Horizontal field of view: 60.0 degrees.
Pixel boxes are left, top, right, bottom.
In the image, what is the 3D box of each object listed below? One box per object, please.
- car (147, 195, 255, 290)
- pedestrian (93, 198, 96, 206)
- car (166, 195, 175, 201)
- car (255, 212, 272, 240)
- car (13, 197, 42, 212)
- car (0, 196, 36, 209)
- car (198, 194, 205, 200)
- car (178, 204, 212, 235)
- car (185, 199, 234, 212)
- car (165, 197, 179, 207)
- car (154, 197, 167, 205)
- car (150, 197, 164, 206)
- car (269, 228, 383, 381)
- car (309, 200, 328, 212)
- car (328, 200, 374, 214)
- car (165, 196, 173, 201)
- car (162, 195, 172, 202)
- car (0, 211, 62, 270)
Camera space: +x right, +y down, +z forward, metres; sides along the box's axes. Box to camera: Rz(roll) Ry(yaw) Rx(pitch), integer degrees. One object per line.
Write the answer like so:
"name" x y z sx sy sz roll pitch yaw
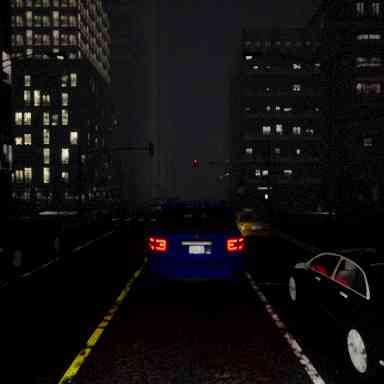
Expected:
"car" 0.094 1.218 9.201 2.150 2.045 5.566 0 0 0
"pedestrian" -12.561 1.297 43.052 0.500 1.100 0.500 0 0 1
"car" -5.727 1.524 88.457 1.887 1.381 4.507 -1 0 0
"car" 2.801 1.520 16.747 1.752 1.417 4.829 -1 0 0
"car" -17.826 1.440 34.389 4.181 1.385 1.994 0 1 1
"car" -21.673 1.272 40.202 4.829 1.417 1.752 0 0 1
"car" 2.650 1.419 94.115 1.967 1.590 4.097 -1 0 0
"car" 0.092 1.519 19.712 1.812 1.442 4.674 0 0 -2
"car" 1.922 1.533 37.336 5.357 1.411 2.033 0 0 1
"car" -3.107 1.549 52.656 1.994 1.385 4.181 0 0 0
"car" -5.719 1.550 60.184 1.947 1.339 4.313 -1 0 0
"car" -5.718 1.510 54.360 1.752 1.417 4.829 -1 0 0
"car" 2.805 1.549 5.289 2.008 1.369 4.403 -1 0 0
"car" 16.302 1.620 39.714 4.403 1.369 2.008 0 0 1
"car" 17.993 1.690 37.098 4.181 1.385 1.994 0 1 1
"car" -5.725 1.562 82.803 1.802 1.307 4.206 -1 0 0
"car" -5.724 1.526 77.148 1.887 1.381 4.507 -1 0 0
"car" -5.836 1.541 10.988 1.887 1.381 4.507 -1 0 0
